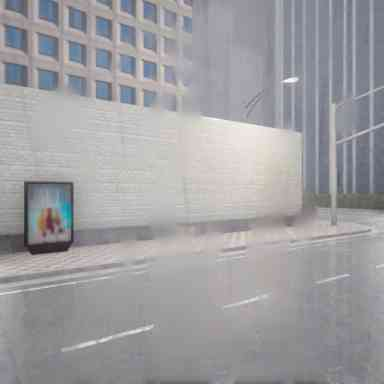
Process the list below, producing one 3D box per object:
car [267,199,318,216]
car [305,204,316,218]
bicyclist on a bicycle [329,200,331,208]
[{"bbox_3d":[10.401,1.547,34.826,2.128,1.511,4.902,0,0,-36],"label":"car"},{"bbox_3d":[9.021,1.533,30.740,1.882,1.535,5.008,0,0,-36],"label":"car"},{"bbox_3d":[18.624,1.356,43.921,1.656,1.620,0.582,0,0,-36],"label":"bicyclist on a bicycle"}]
